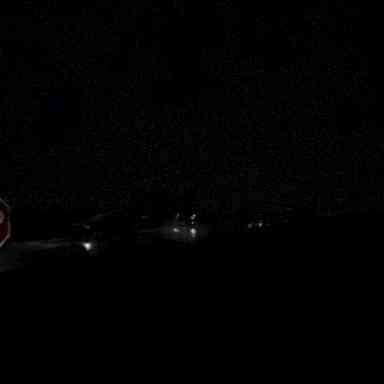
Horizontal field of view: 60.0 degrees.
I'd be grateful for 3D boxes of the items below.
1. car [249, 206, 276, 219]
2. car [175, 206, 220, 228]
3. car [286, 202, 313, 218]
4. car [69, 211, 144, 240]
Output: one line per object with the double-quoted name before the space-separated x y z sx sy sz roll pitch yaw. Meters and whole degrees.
"car" 8.497 2.501 39.907 1.837 1.490 4.892 -2 -2 35
"car" 0.520 2.045 28.595 2.097 1.767 4.553 -2 -2 35
"car" 13.749 2.256 42.290 2.150 2.045 5.566 -2 -2 35
"car" -5.146 1.961 20.520 1.882 1.535 5.008 -2 -2 35
